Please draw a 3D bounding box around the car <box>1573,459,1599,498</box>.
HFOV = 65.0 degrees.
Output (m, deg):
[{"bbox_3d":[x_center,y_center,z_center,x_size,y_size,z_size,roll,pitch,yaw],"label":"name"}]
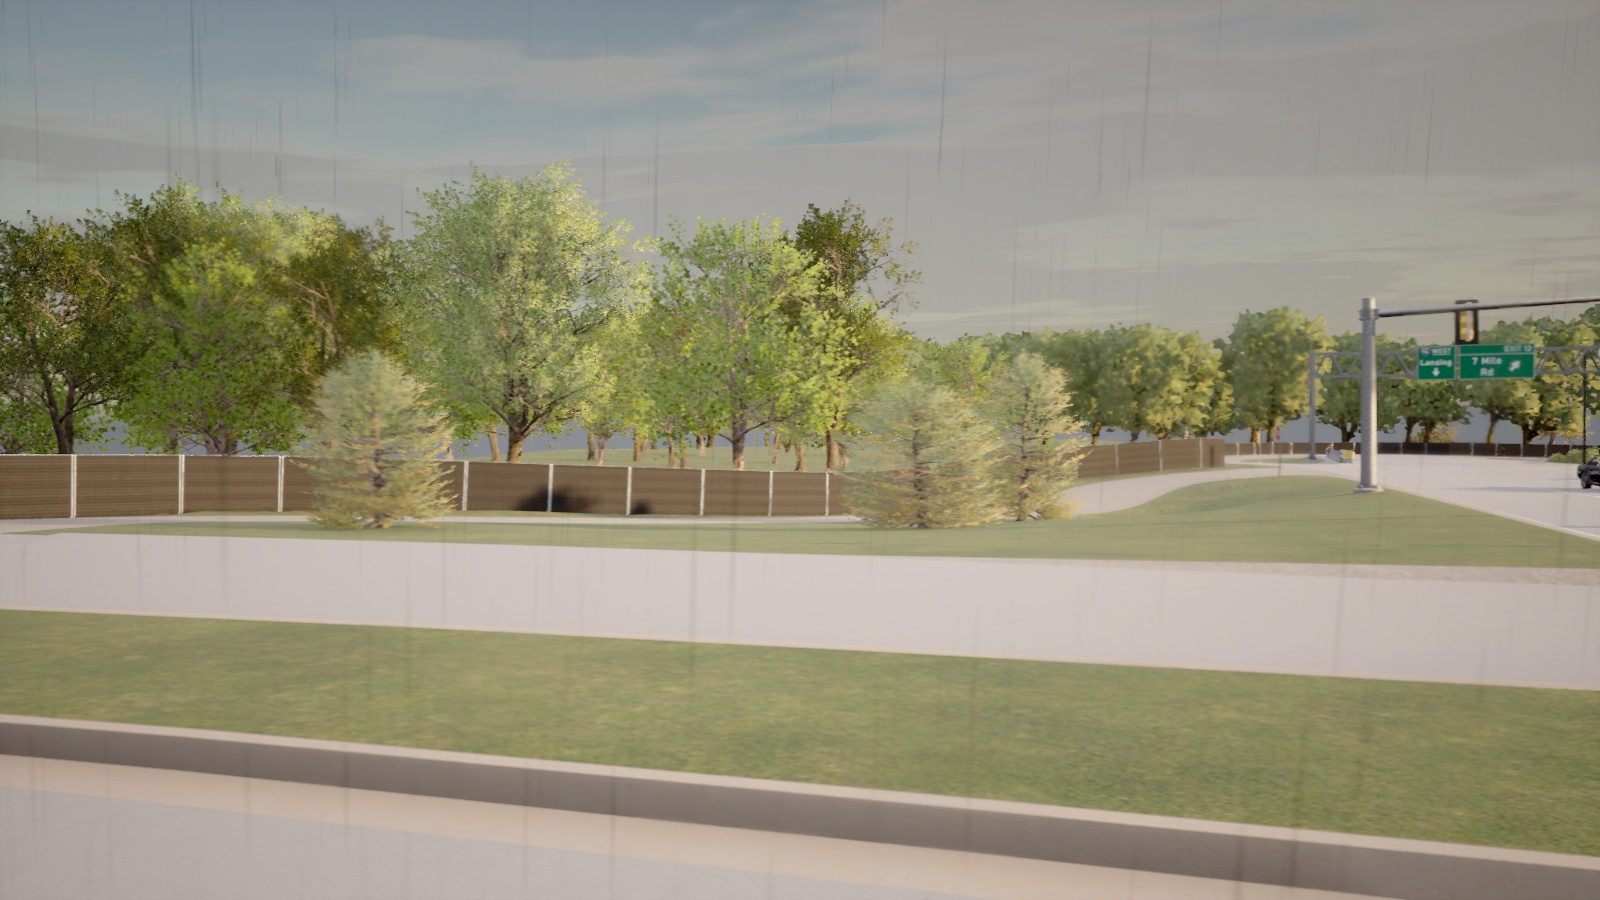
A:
[{"bbox_3d":[28.957,1.001,44.257,1.895,1.301,4.718,0,0,19],"label":"car"}]
